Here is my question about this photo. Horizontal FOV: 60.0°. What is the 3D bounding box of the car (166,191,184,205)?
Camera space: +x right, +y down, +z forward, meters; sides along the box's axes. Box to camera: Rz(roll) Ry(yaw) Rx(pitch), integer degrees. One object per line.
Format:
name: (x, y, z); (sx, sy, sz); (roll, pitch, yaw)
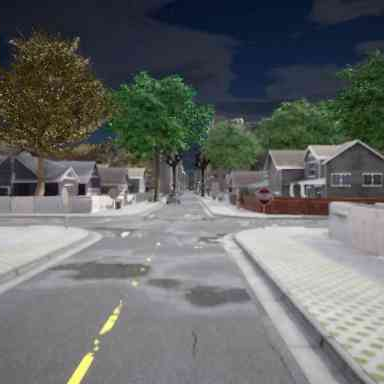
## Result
car: (-2.774, 0.985, 50.708); (2.097, 1.767, 4.553); (0, 0, 0)
